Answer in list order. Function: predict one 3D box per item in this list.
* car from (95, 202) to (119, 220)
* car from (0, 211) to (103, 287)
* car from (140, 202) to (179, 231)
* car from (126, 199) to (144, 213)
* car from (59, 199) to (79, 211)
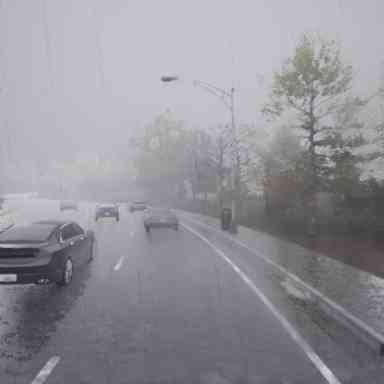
[{"bbox_3d":[-7.163,1.548,28.139,1.812,1.442,4.674,0,0,-14],"label":"car"},{"bbox_3d":[-3.969,1.518,9.265,1.837,1.490,4.892,0,0,-5],"label":"car"},{"bbox_3d":[-2.002,1.573,20.712,1.994,1.385,4.181,0,0,-10],"label":"car"},{"bbox_3d":[-6.295,1.515,37.544,2.128,1.511,4.902,0,0,-18],"label":"car"},{"bbox_3d":[-14.601,1.561,39.534,1.812,1.442,4.674,0,0,-21],"label":"car"}]
